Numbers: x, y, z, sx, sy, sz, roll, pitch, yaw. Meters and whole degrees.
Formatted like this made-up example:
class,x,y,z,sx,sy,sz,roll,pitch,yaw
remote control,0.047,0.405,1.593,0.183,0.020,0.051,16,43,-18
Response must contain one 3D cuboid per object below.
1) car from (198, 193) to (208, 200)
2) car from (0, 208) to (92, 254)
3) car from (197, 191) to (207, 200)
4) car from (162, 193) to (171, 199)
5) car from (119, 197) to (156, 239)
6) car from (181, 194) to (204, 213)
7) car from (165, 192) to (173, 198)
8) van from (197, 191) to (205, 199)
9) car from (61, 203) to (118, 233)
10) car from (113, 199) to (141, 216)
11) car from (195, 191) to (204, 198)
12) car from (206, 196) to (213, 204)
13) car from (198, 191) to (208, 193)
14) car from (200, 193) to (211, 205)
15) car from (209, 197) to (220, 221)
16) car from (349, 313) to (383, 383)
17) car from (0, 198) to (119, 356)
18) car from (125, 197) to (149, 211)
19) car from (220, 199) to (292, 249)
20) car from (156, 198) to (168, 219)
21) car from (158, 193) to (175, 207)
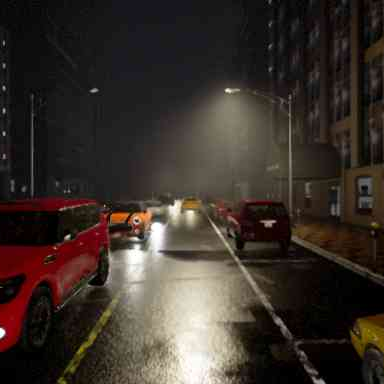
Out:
class,x,y,z,sx,sy,sz,roll,pitch,yaw
car,2.244,0.994,70.275,2.008,1.369,4.403,0,0,0
car,-5.766,1.466,13.766,1.947,1.339,4.313,0,0,0
car,2.210,0.711,75.914,2.192,1.841,5.009,0,0,0
car,-6.209,0.910,81.477,2.008,1.369,4.403,0,0,0
car,-3.193,1.230,16.346,2.097,1.767,4.553,0,0,0
car,-0.108,1.224,32.791,1.882,1.535,5.008,0,0,0
car,-6.283,0.816,92.761,2.008,1.369,4.403,0,0,0
van,2.173,0.691,81.556,1.690,1.788,3.998,0,0,0
car,-5.804,1.408,19.408,2.008,1.369,4.403,0,0,0
car,-5.877,1.351,30.694,1.802,1.307,4.206,0,0,0
car,2.099,0.571,92.837,2.192,1.841,5.009,0,0,0
car,2.502,1.341,30.787,1.802,1.307,4.206,0,0,0
car,2.356,1.020,53.351,1.967,1.590,4.097,0,0,0
car,2.392,1.169,47.710,1.887,1.381,4.507,0,0,0
car,2.540,1.348,25.145,1.887,1.381,4.507,0,0,0
car,2.654,1.507,1.915,1.752,1.417,4.829,0,0,0
car,-3.134,1.177,6.339,2.150,2.045,5.566,0,0,0
car,-5.914,1.269,36.336,1.887,1.381,4.507,0,0,0
car,2.615,1.206,13.862,2.192,1.841,5.009,0,0,0
car,-3.220,1.400,26.515,1.895,1.301,4.718,0,0,0
car,-3.290,1.199,45.049,2.033,1.411,5.357,0,0,0
